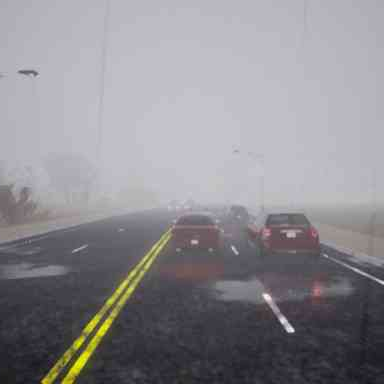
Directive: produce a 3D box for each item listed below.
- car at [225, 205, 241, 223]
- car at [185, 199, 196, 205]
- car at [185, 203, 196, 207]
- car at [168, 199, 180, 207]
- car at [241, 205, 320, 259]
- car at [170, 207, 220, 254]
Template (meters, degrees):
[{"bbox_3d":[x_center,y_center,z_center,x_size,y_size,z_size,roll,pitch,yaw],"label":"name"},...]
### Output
[{"bbox_3d":[3.854,1.815,28.647,1.812,1.442,4.674,0,0,3],"label":"car"},{"bbox_3d":[-0.239,2.140,65.574,1.837,1.490,4.892,0,0,6],"label":"car"},{"bbox_3d":[0.571,1.887,28.127,1.895,1.301,4.718,0,-1,3],"label":"car"},{"bbox_3d":[-3.467,2.167,65.918,1.812,1.442,4.674,0,0,6],"label":"car"},{"bbox_3d":[3.391,1.489,13.290,2.097,1.767,4.553,0,-1,2],"label":"car"},{"bbox_3d":[0.165,1.625,14.168,1.882,1.535,5.008,0,0,2],"label":"car"}]
